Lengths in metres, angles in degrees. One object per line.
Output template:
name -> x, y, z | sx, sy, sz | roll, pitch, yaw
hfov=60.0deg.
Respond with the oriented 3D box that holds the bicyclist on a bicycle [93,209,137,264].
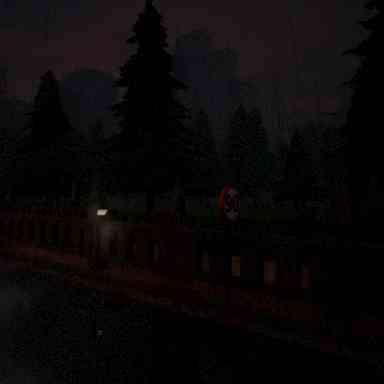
bicyclist on a bicycle -> -2.170, 1.315, 9.685 | 0.582, 1.620, 1.656 | 0, -3, 36
